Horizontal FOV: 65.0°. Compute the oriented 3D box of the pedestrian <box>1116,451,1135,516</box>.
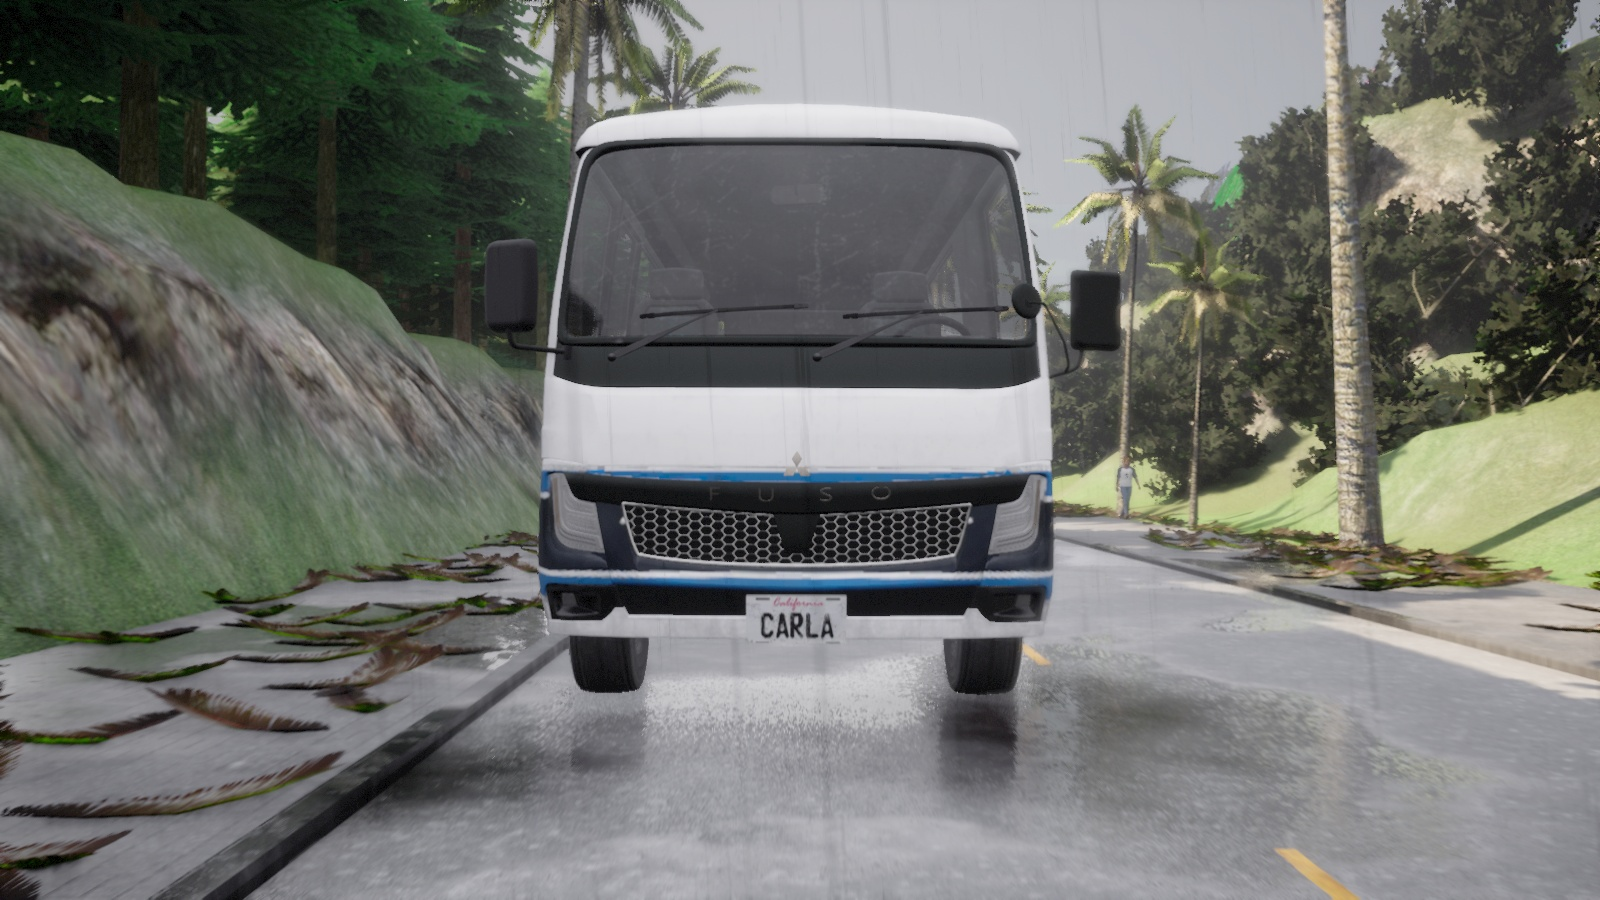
[{"bbox_3d":[9.400,0.959,36.249,0.354,1.836,0.706,0,-1,0],"label":"pedestrian"}]

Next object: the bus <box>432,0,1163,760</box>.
[{"bbox_3d":[-0.031,-0.362,11.955,3.944,4.253,10.273,0,-1,0],"label":"bus"}]
